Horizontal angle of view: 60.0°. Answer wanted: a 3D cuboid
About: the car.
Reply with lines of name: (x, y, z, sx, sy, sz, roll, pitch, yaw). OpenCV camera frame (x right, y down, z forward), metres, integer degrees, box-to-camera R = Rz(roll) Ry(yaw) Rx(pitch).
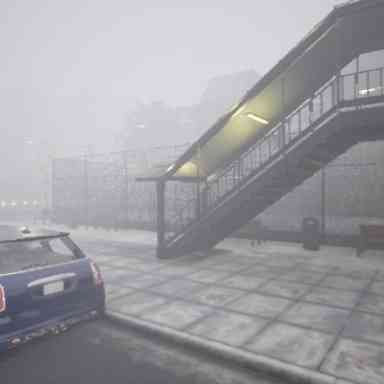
car: (-3.693, 1.387, 5.936, 4.553, 1.767, 2.185, 0, 0, 35)
